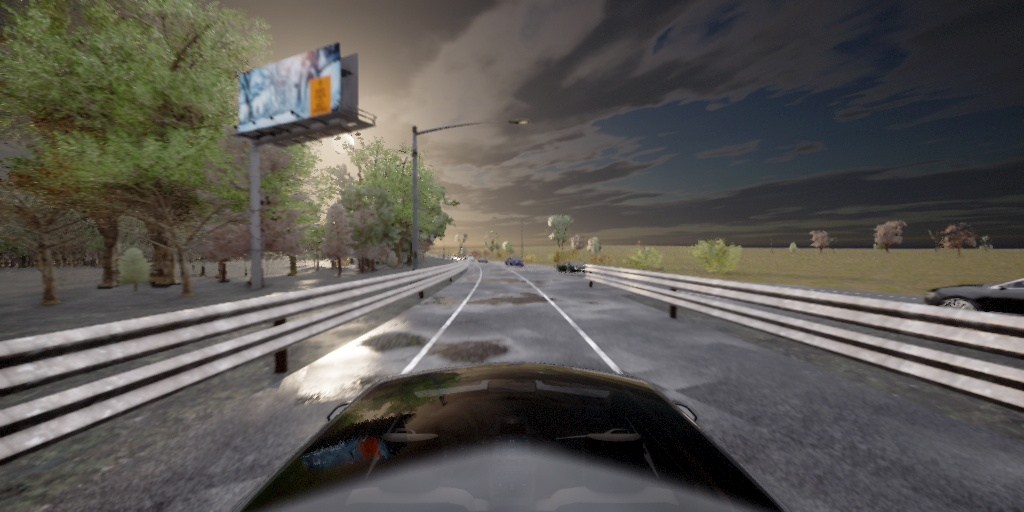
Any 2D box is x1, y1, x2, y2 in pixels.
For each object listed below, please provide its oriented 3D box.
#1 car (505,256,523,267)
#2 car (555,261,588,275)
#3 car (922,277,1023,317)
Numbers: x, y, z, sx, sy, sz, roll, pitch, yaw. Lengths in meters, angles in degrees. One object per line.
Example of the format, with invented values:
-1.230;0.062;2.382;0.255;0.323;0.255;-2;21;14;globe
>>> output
0.218;0.824;57.398;2.097;1.767;4.553;-1;0;-14;car
5.850;1.115;35.192;1.895;1.301;4.718;-1;0;-14;car
12.735;1.049;8.023;2.128;1.511;4.902;-1;0;-14;car
